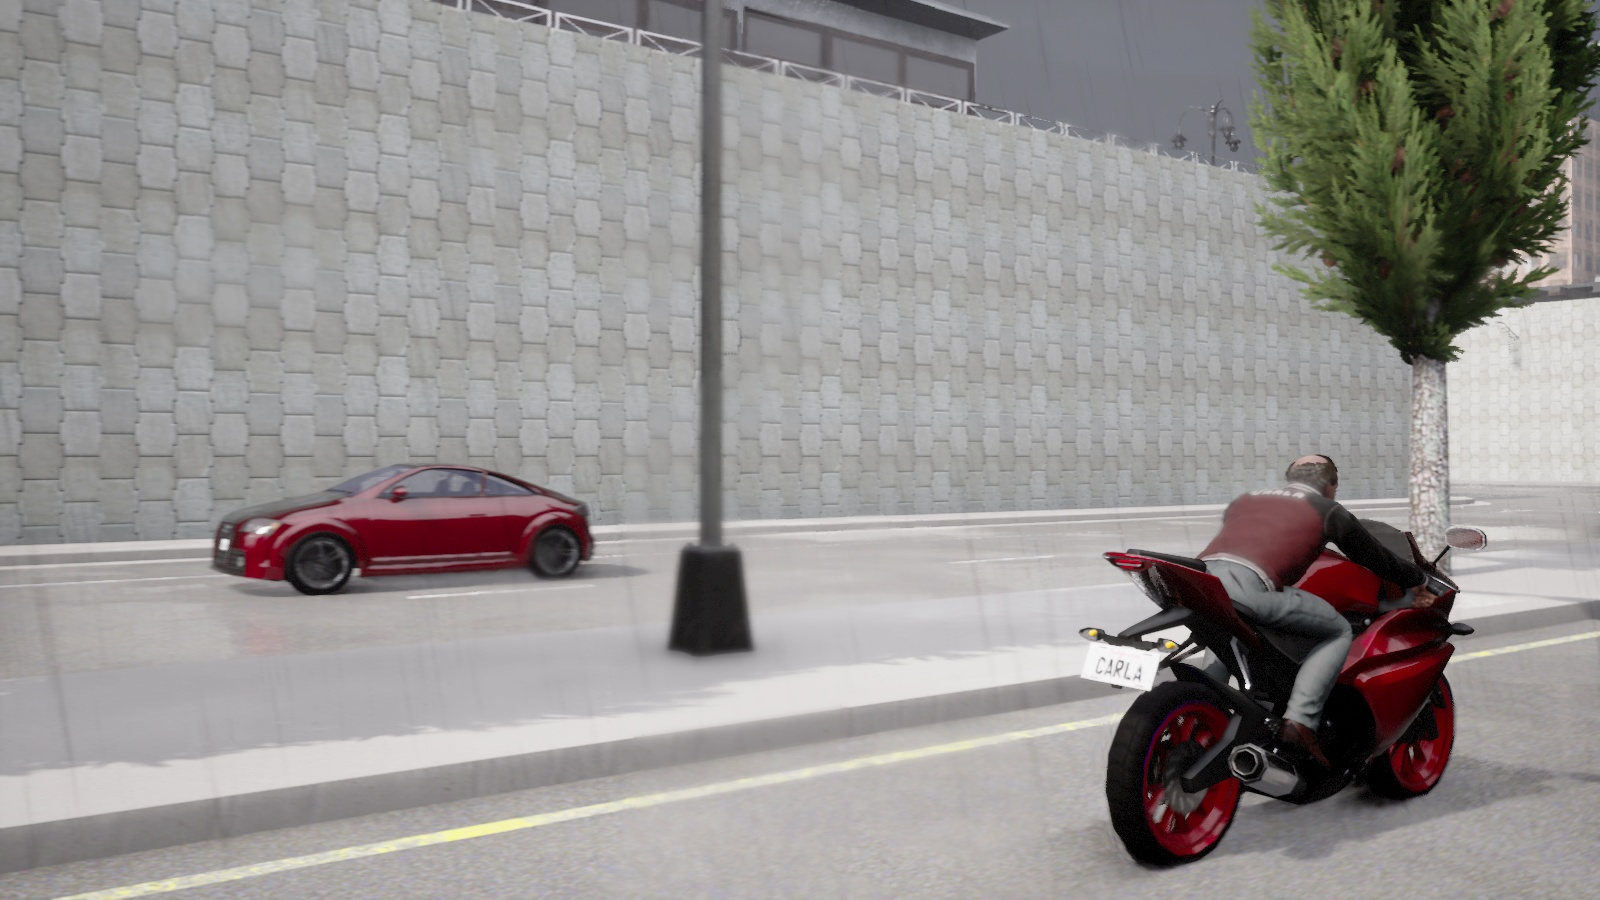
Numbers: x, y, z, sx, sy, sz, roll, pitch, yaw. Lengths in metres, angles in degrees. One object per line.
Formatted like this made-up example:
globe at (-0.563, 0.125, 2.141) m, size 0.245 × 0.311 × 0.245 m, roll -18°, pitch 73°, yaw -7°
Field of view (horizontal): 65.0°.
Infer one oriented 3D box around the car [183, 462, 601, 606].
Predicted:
car at (-4.631, 0.854, 14.447) m, size 4.181 × 1.385 × 1.994 m, roll 0°, pitch 0°, yaw -35°

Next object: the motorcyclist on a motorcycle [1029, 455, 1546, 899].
motorcyclist on a motorcycle at (2.023, 0.788, 5.067) m, size 2.191 × 1.530 × 0.866 m, roll 0°, pitch 0°, yaw -35°
